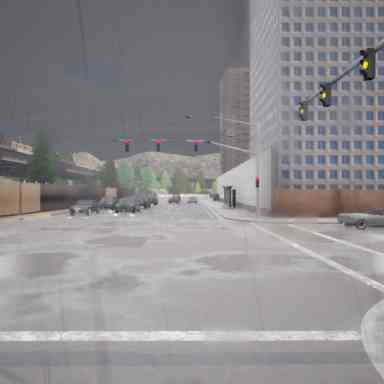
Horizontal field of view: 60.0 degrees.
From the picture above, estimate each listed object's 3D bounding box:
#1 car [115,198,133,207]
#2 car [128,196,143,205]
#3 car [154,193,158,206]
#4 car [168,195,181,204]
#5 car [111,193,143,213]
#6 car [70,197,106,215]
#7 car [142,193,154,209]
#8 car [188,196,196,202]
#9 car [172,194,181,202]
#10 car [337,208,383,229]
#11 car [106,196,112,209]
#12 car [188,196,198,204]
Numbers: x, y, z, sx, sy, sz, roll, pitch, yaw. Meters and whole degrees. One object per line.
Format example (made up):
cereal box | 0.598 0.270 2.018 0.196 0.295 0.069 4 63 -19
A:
car | -10.581 1.601 51.907 1.895 1.301 4.718 0 0 0
car | -10.551 1.478 62.126 1.882 1.535 5.008 0 0 0
car | -7.057 1.221 56.929 2.150 2.045 5.566 0 0 0
car | -3.492 1.601 64.257 1.895 1.301 4.718 0 0 0
car | -7.083 1.352 36.764 2.097 1.767 4.553 0 0 0
car | -10.599 1.492 33.217 2.128 1.511 4.902 0 0 1
car | -7.078 1.221 46.200 2.150 2.045 5.566 0 0 0
car | 0.010 1.595 74.828 1.895 1.301 4.718 0 0 0
car | -3.491 1.305 74.449 1.882 1.535 5.008 0 0 0
car | 11.856 1.656 21.162 4.718 1.301 1.895 0 0 0
car | -10.586 1.352 42.113 2.097 1.767 4.553 0 0 0
car | 0.104 1.601 64.586 1.895 1.301 4.718 0 0 0
